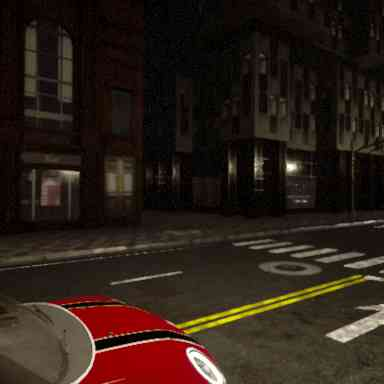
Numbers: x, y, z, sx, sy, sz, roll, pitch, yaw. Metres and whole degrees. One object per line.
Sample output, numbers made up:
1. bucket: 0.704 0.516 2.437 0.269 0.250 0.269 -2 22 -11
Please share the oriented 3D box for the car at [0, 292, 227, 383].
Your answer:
1. car: -1.872 1.352 2.105 4.553 1.767 2.097 0 0 -36
